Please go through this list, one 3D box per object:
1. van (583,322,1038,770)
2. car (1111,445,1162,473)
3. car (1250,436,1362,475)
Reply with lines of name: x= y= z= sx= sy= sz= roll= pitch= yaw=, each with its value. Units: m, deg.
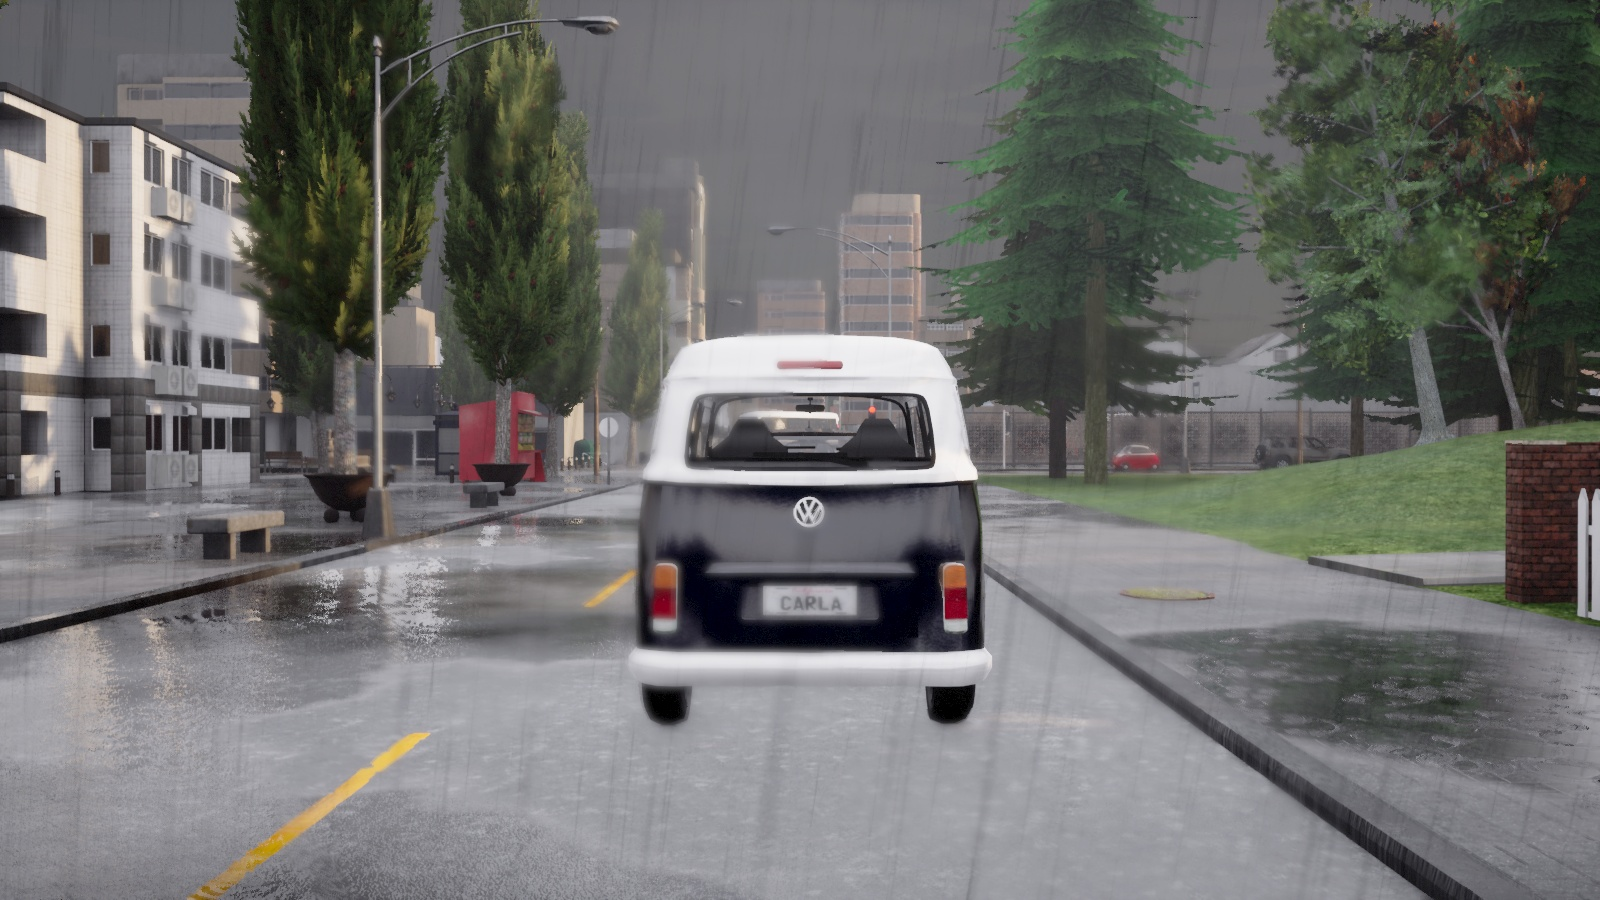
van: x=0.064 y=0.425 z=7.961 sx=2.069 sy=2.038 sz=4.480 roll=0 pitch=0 yaw=0
car: x=17.165 y=0.452 z=64.179 sx=2.207 sy=1.376 sz=1.481 roll=0 pitch=0 yaw=0
car: x=24.195 y=0.241 z=60.140 sx=4.605 sy=1.855 sz=1.932 roll=0 pitch=0 yaw=0
